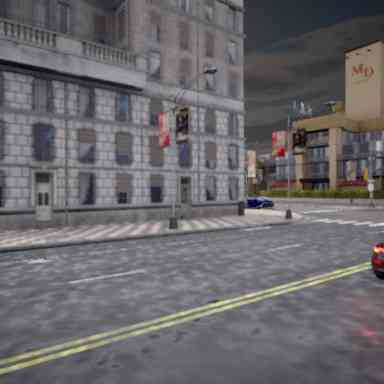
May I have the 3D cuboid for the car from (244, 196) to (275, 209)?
[{"bbox_3d":[8.139,1.258,42.089,1.882,1.535,5.008,0,0,-36],"label":"car"}]

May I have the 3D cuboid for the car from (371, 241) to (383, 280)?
[{"bbox_3d":[6.303,1.456,8.381,4.674,1.442,1.812,0,0,-36],"label":"car"}]
